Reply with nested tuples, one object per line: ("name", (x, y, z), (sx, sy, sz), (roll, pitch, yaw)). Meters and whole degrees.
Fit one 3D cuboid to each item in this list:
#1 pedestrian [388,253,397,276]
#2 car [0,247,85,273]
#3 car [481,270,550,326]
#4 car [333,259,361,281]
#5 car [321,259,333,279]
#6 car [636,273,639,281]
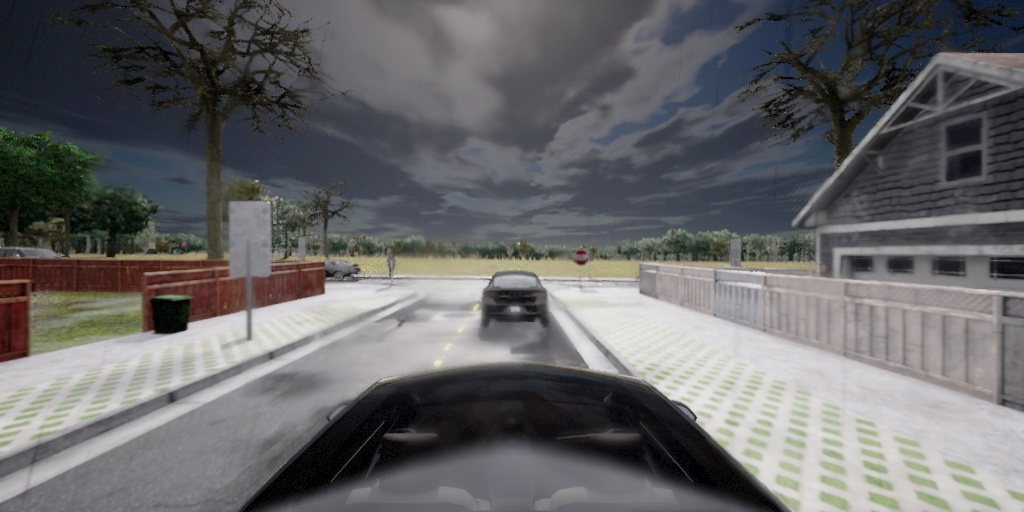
("pedestrian", (-9.718, 0.660, 28.994), (0.375, 1.860, 0.375), (0, 0, 0))
("car", (-31.035, 0.453, 22.971), (5.566, 2.045, 2.150), (1, 0, 0))
("car", (0.096, 1.194, 11.522), (1.882, 1.535, 5.008), (0, 0, 0))
("car", (-13.603, 0.971, 26.149), (4.902, 1.511, 2.128), (1, 0, -1))
("car", (-14.868, 1.030, 23.092), (5.357, 1.411, 2.033), (1, 0, 0))
("car", (11.976, 1.396, 26.261), (5.357, 1.411, 2.033), (1, 0, 0))
